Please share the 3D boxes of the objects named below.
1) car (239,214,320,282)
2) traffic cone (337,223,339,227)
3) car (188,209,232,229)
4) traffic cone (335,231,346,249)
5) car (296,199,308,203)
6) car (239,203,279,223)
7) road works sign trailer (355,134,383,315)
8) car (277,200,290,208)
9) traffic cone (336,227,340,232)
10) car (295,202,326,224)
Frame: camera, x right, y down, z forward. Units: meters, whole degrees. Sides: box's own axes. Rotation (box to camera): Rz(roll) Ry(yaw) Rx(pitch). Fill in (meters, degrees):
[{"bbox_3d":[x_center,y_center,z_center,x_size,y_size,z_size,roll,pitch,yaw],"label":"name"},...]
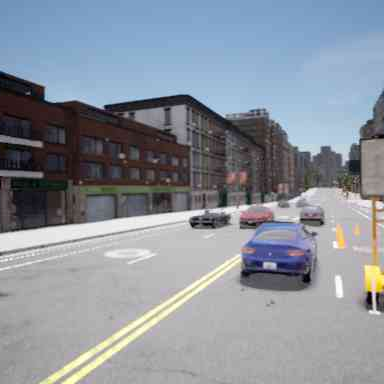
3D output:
[{"bbox_3d":[2.757,1.628,10.146,1.812,1.442,4.674,-1,-1,23],"label":"car"},{"bbox_3d":[7.851,2.108,17.789,0.340,0.580,0.340,-1,-1,23],"label":"traffic cone"},{"bbox_3d":[1.403,1.901,24.352,1.895,1.301,4.718,-1,-1,23],"label":"car"},{"bbox_3d":[6.318,2.074,14.094,0.340,0.580,0.340,-1,-1,23],"label":"traffic cone"},{"bbox_3d":[20.340,2.014,61.320,2.097,1.767,4.553,-1,-1,23],"label":"car"},{"bbox_3d":[4.740,1.740,23.919,1.882,1.535,5.008,-1,-1,23],"label":"car"},{"bbox_3d":[4.926,0.507,7.129,2.380,3.560,2.880,-1,-1,25],"label":"road works sign trailer"},{"bbox_3d":[17.000,2.201,61.751,1.837,1.490,4.892,-1,-1,23],"label":"car"},{"bbox_3d":[7.085,2.091,15.941,0.340,0.580,0.340,-1,-1,23],"label":"traffic cone"},{"bbox_3d":[9.790,1.806,27.095,2.033,1.411,5.357,-1,-1,23],"label":"car"}]
